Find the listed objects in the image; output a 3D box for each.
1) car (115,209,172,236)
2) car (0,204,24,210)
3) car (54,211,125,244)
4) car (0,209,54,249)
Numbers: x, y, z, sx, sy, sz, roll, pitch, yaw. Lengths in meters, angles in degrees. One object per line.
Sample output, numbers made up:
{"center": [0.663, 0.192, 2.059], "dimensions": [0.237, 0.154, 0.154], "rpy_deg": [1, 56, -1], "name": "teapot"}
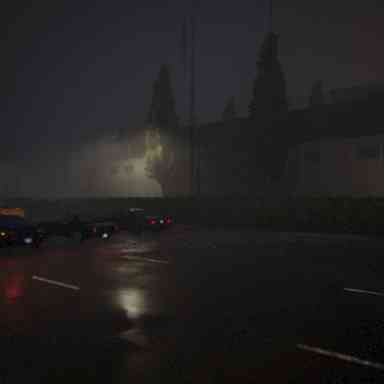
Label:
{"center": [-3.674, 1.676, 19.373], "dimensions": [5.357, 1.411, 2.033], "rpy_deg": [-1, 0, 35], "name": "car"}
{"center": [-16.289, 1.748, 28.363], "dimensions": [5.008, 1.535, 1.882], "rpy_deg": [0, 0, 36], "name": "car"}
{"center": [-5.798, 1.731, 16.590], "dimensions": [4.718, 1.301, 1.895], "rpy_deg": [-1, 0, 35], "name": "car"}
{"center": [-8.057, 1.658, 13.905], "dimensions": [4.674, 1.442, 1.812], "rpy_deg": [0, 0, 36], "name": "car"}
